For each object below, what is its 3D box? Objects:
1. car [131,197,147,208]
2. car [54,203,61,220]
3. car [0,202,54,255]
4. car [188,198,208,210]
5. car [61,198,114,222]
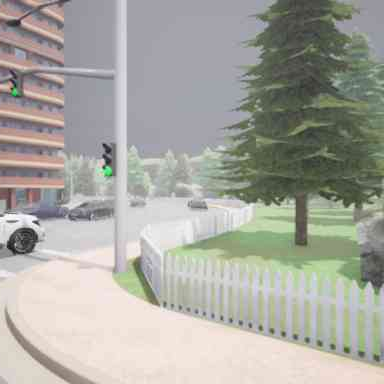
[{"bbox_3d":[-7.814,1.488,48.256,1.812,1.442,4.674,0,0,-17],"label":"car"},{"bbox_3d":[-11.710,1.504,25.617,2.033,1.411,5.357,0,0,20],"label":"car"},{"bbox_3d":[-7.639,1.195,10.583,2.150,2.045,5.566,0,1,33],"label":"car"},{"bbox_3d":[0.693,1.505,41.556,2.033,1.411,5.357,0,0,-8],"label":"car"},{"bbox_3d":[-7.867,1.460,26.429,1.837,1.490,4.892,0,0,15],"label":"car"}]
